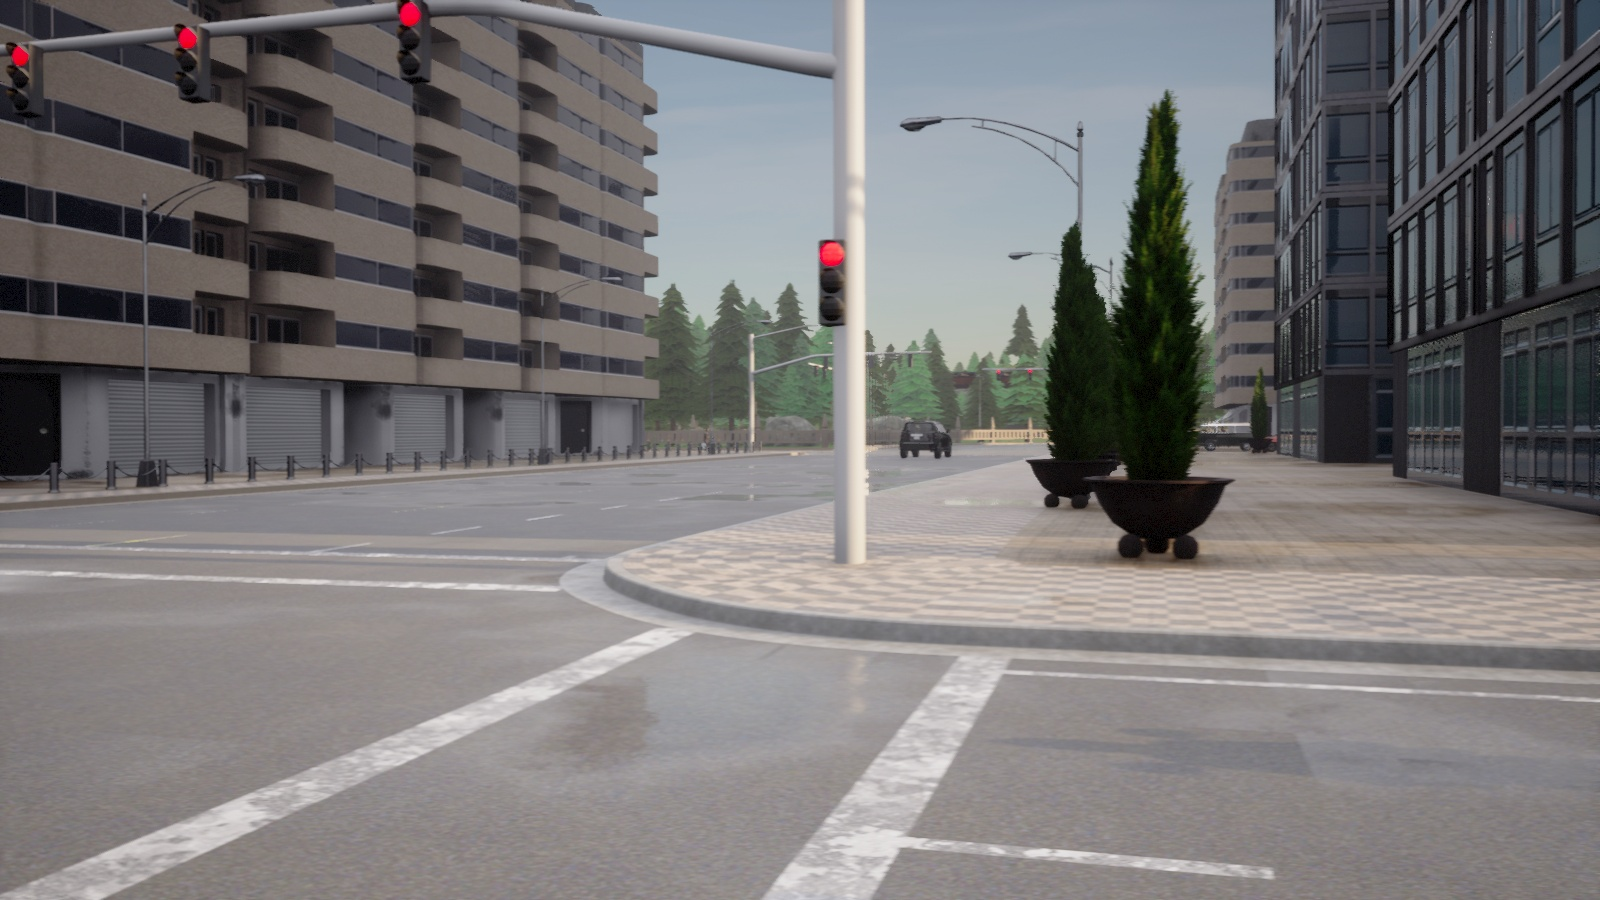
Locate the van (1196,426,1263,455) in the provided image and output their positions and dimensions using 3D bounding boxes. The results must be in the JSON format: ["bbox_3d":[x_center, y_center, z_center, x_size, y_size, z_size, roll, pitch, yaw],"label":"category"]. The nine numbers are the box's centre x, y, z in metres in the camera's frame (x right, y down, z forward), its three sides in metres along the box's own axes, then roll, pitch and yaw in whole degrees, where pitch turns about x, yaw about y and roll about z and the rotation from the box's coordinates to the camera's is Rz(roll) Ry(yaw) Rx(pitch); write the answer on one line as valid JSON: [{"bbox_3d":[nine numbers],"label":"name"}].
[{"bbox_3d":[30.834,-0.712,90.262,4.480,2.038,2.069,0,1,16],"label":"van"}]

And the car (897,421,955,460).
[{"bbox_3d":[6.950,-0.536,68.626,2.150,2.045,5.566,0,1,16],"label":"car"}]
